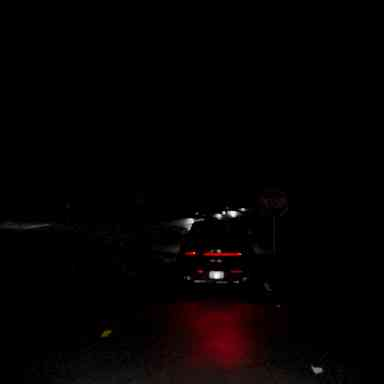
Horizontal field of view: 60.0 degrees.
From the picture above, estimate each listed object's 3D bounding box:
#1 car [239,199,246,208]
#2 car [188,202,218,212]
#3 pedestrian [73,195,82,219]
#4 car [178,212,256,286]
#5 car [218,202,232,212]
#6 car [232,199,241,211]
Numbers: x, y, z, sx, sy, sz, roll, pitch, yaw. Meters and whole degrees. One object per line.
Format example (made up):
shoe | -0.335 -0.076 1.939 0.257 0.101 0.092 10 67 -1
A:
car | 8.892 2.159 62.664 2.097 1.767 4.553 0 -1 14
car | 0.909 1.825 32.111 1.994 1.385 4.181 0 -1 14
pedestrian | -8.646 1.109 25.078 0.375 1.860 0.375 0 -4 6
car | 0.689 1.528 9.493 1.837 1.490 4.892 0 0 4
car | 3.208 1.962 41.103 2.033 1.411 5.357 0 -1 16
car | 5.816 2.180 50.581 1.895 1.301 4.718 0 -1 15
